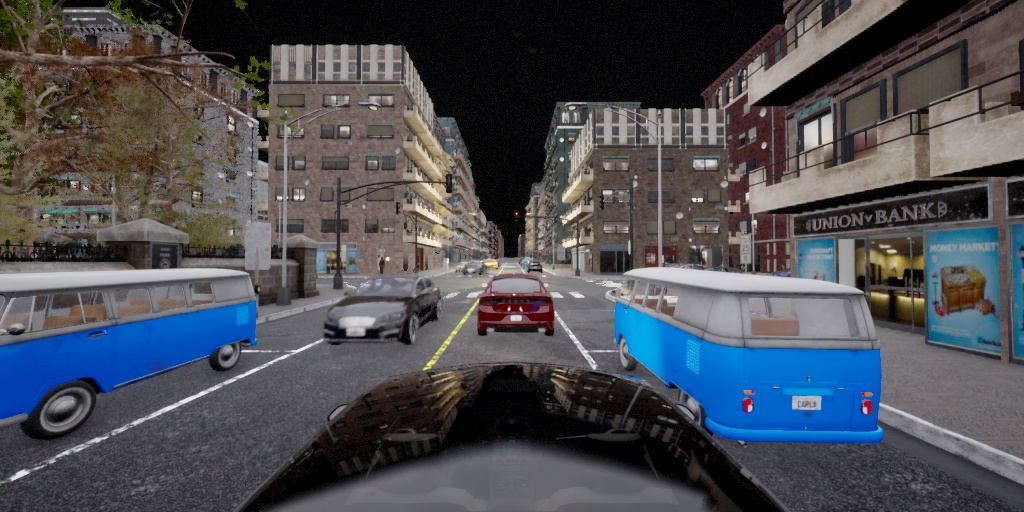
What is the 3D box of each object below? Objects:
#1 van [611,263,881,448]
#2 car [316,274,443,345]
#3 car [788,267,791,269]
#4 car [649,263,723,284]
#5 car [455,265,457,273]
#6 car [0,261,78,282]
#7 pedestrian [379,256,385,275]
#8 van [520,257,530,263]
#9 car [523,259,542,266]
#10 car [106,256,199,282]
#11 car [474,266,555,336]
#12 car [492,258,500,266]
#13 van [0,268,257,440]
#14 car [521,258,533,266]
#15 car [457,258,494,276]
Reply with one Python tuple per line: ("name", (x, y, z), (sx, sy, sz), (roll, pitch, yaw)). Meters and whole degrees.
("van", (2.658, 1.092, 5.094), (1.690, 1.789, 3.998), (0, 0, 0))
("car", (-3.101, 1.245, 9.564), (2.128, 1.511, 4.902), (0, 0, 0))
("car", (23.119, 1.451, 28.527), (4.674, 1.442, 1.812), (0, -1, 1))
("car", (13.792, 1.364, 28.638), (4.902, 1.511, 2.128), (0, -1, 1))
("car", (-5.695, 1.290, 42.870), (1.751, 1.417, 4.829), (0, 0, 0))
("car", (-35.362, 1.093, 26.015), (5.357, 1.411, 2.033), (0, -1, 1))
("pedestrian", (-12.544, 0.968, 34.481), (0.375, 1.860, 0.375), (0, -1, 1))
("van", (2.683, 1.112, 59.968), (1.690, 1.789, 3.998), (0, 0, 0))
("car", (2.685, 1.330, 43.041), (1.948, 1.339, 4.313), (0, 0, 0))
("car", (-25.835, 0.949, 25.898), (4.553, 1.767, 2.097), (0, -1, 1))
("car", (0.096, 1.230, 10.456), (1.882, 1.535, 5.008), (0, 0, 0))
("car", (-3.102, 1.246, 52.522), (1.882, 1.535, 5.008), (0, 0, 0))
("van", (-5.657, 1.092, 5.095), (1.690, 1.789, 3.998), (0, 0, 0))
("car", (2.684, 1.317, 48.684), (2.007, 1.370, 4.403), (0, 0, 0))
("car", (-3.628, 1.254, 36.639), (2.128, 1.511, 4.902), (0, 0, 7))
